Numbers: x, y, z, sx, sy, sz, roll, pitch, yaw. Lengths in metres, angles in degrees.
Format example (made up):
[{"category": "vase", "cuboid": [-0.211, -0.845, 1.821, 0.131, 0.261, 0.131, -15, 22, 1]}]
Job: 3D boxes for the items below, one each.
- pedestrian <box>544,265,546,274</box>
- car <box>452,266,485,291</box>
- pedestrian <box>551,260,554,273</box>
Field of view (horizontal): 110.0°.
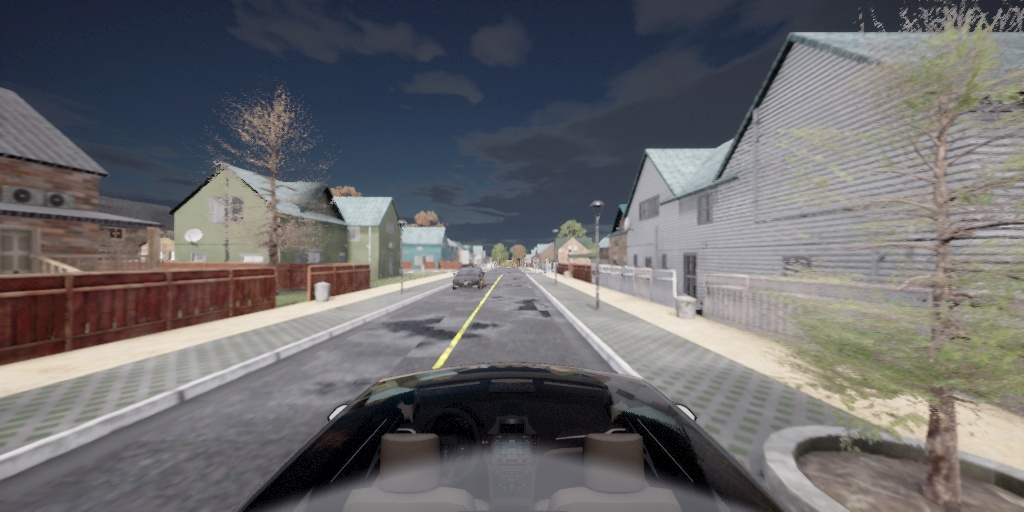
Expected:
[{"category": "pedestrian", "cuboid": [4.505, 1.712, 48.482, 0.375, 1.300, 0.375, -1, 0, 0]}, {"category": "car", "cuboid": [-2.852, 1.475, 24.367, 1.837, 1.490, 4.892, 0, -1, 0]}, {"category": "pedestrian", "cuboid": [5.505, 1.460, 49.083, 0.375, 1.860, 0.375, -1, 0, 0]}]
